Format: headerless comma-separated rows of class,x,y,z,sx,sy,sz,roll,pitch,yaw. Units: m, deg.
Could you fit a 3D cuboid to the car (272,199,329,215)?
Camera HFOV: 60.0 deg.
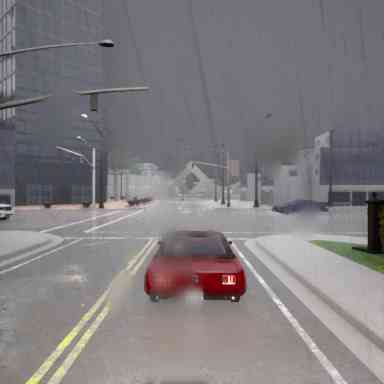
car,10.950,1.544,33.730,5.357,1.411,2.033,0,0,-5

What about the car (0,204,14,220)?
car,-17.335,1.339,26.611,5.566,2.045,2.150,-1,0,0

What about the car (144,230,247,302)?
car,0.072,1.601,8.208,1.895,1.301,4.718,0,0,0

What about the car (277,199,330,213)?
car,12.512,1.539,37.569,5.357,1.411,2.033,0,0,0
